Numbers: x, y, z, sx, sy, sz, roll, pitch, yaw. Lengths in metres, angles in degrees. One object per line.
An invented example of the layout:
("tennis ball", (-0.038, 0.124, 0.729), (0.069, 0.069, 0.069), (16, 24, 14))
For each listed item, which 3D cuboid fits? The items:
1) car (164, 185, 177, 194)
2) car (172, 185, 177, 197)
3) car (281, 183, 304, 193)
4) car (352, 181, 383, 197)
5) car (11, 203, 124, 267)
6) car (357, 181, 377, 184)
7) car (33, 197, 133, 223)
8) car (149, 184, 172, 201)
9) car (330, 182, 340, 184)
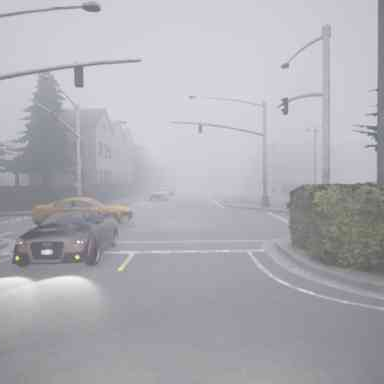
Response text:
("car", (-3.692, -0.495, 58.124), (1.837, 1.490, 4.892), (-1, 2, 0))
("car", (-3.712, -0.294, 47.740), (2.097, 1.767, 4.553), (-1, 2, 0))
("car", (15.294, -0.524, 52.018), (2.007, 1.523, 4.514), (-1, 2, 0))
("car", (22.280, -0.466, 42.036), (1.932, 1.855, 4.605), (-1, 2, 0))
("car", (-3.522, 1.221, 9.947), (1.994, 1.385, 4.181), (-1, 1, -1))
("car", (19.031, -0.180, 34.158), (1.905, 1.878, 3.866), (-1, 2, 0))
("car", (-5.624, 1.016, 17.322), (5.008, 1.535, 1.882), (-1, 3, 0))
("car", (-3.698, 0.173, 37.722), (1.882, 1.535, 5.008), (-1, 2, 0))
("car", (25.336, -1.038, 59.425), (2.152, 1.636, 5.027), (-1, 2, 0))
